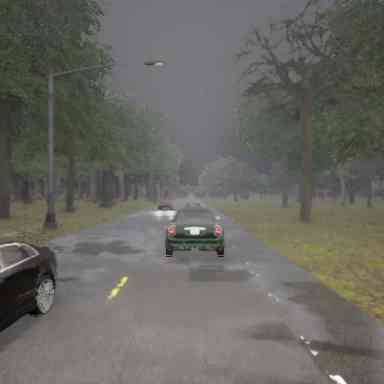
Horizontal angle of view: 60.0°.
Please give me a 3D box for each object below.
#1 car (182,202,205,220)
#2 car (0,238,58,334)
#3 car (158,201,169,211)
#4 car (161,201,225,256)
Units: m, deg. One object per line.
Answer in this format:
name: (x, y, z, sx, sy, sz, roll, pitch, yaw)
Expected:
car: (0.097, 1.698, 30.690, 1.994, 1.385, 4.181, 0, 0, 0)
car: (-3.601, 1.501, 4.754, 2.128, 1.511, 4.902, 0, 0, 0)
car: (-3.593, 1.819, 45.316, 1.895, 1.301, 4.718, 0, 0, 0)
car: (0.100, 1.391, 13.386, 2.097, 1.767, 4.553, 0, 0, 0)
